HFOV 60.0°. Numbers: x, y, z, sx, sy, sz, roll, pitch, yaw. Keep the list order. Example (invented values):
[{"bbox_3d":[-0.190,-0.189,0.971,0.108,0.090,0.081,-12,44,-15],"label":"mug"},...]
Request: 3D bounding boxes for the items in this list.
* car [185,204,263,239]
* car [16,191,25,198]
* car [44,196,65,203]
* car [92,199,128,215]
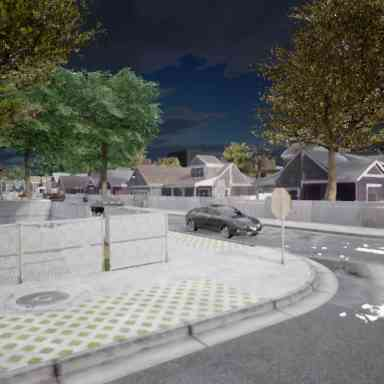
[{"bbox_3d":[1.507,1.439,17.221,1.837,1.490,4.892,0,0,-34],"label":"car"},{"bbox_3d":[-40.623,0.811,80.848,2.150,2.045,5.566,0,0,-36],"label":"car"},{"bbox_3d":[-19.194,1.247,46.279,1.882,1.535,5.008,0,0,-36],"label":"car"},{"bbox_3d":[-7.395,1.348,29.680,2.128,1.511,4.902,0,0,-36],"label":"car"}]
